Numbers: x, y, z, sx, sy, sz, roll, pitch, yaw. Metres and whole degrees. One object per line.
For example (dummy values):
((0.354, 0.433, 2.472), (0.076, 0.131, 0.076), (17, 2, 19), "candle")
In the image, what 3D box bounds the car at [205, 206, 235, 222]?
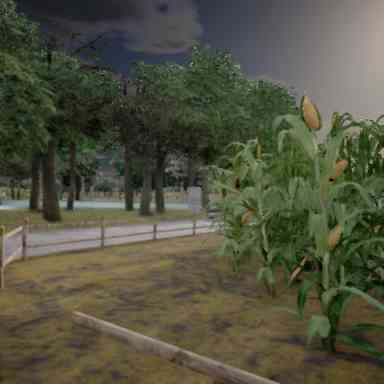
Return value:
((3.144, 2.146, 34.151), (2.128, 1.511, 4.902), (2, 0, 35), "car")
